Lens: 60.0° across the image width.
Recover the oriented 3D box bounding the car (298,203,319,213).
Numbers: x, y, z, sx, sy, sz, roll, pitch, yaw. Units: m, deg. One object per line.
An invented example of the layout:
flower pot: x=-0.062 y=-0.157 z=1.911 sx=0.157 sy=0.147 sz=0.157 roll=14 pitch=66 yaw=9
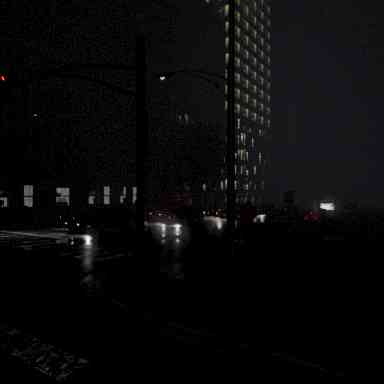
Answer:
car: x=19.181 y=2.576 z=54.718 sx=2.033 sy=1.411 sz=5.357 roll=0 pitch=-1 yaw=33

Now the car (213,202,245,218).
car: x=4.806 y=1.998 z=38.590 sx=2.097 sy=1.767 sz=4.553 roll=0 pitch=-1 yaw=33

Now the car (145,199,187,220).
car: x=-2.375 y=1.717 z=33.462 sx=2.150 sy=2.045 sz=5.566 roll=0 pitch=-1 yaw=33

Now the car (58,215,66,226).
car: x=-7.669 y=1.921 z=25.250 sx=1.895 sy=1.301 sz=4.718 roll=0 pitch=-1 yaw=33

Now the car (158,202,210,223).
car: x=-0.597 y=1.972 z=30.221 sx=1.837 sy=1.490 sz=4.892 roll=0 pitch=-1 yaw=33

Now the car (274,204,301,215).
car: x=13.650 y=2.395 z=46.054 sx=2.033 sy=1.411 sz=5.357 roll=0 pitch=-1 yaw=33

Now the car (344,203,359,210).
car: x=31.493 y=2.837 z=65.718 sx=1.812 sy=1.442 sz=4.674 roll=0 pitch=-1 yaw=33

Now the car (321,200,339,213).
car: x=21.931 y=2.254 z=52.985 sx=2.150 sy=2.045 sz=5.566 roll=0 pitch=-1 yaw=33

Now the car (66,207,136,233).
car: x=-5.652 y=1.805 z=22.384 sx=1.837 sy=1.490 sz=4.892 roll=0 pitch=-1 yaw=33

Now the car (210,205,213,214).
car: x=3.151 y=2.278 z=42.016 sx=1.895 sy=1.301 sz=4.718 roll=0 pitch=-1 yaw=33

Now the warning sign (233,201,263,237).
warning sign: x=3.139 y=1.454 z=18.545 sx=1.300 sy=1.860 sz=1.060 roll=1 pitch=1 yaw=33

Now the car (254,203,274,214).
car: x=10.331 y=2.319 z=47.098 sx=2.128 sy=1.511 sz=4.902 roll=0 pitch=-1 yaw=33

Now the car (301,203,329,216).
car: x=16.517 y=2.456 z=44.499 sx=1.895 sy=1.301 sz=4.718 roll=0 pitch=-1 yaw=33
